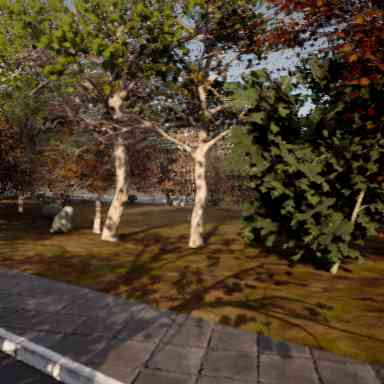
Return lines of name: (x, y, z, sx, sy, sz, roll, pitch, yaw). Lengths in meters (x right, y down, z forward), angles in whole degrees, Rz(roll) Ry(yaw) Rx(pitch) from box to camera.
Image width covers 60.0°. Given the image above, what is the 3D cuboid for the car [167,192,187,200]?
car: (-4.561, 1.111, 94.478, 2.435, 2.045, 5.566, 6, 1, 41)
